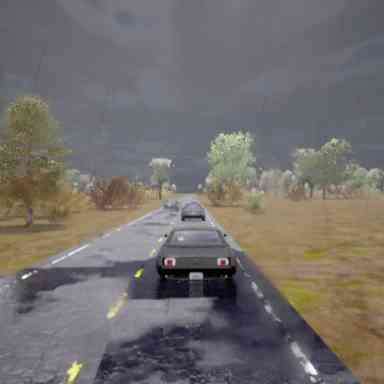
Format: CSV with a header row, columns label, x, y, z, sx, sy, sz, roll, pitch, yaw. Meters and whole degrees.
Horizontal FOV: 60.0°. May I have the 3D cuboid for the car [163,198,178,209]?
label,x,y,z,sx,sy,sz,roll,pitch,yaw
car,-3.027,1.662,47.184,2.128,1.511,4.902,0,0,1

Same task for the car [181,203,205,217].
label,x,y,z,sx,sy,sz,roll,pitch,yaw
car,0.109,1.674,28.763,1.994,1.385,4.181,0,0,0

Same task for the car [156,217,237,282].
label,x,y,z,sx,sy,sz,roll,pitch,yaw
car,0.103,1.641,9.836,1.895,1.301,4.718,0,0,0
